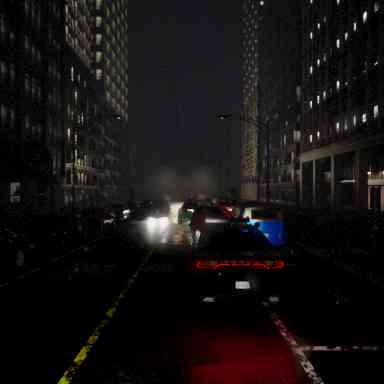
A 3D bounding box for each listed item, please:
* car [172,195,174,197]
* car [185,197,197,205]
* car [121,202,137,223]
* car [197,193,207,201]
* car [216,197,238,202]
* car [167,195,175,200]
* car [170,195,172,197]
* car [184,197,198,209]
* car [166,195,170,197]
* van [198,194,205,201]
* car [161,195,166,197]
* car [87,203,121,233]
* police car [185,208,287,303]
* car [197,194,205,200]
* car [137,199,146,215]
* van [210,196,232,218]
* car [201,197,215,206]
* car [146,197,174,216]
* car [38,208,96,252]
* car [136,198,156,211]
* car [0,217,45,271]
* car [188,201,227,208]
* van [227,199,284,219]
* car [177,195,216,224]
[{"bbox_3d":[-5.907,1.522,81.969,1.752,1.417,4.829,-1,0,0],"label":"car"},{"bbox_3d":[-0.151,1.546,59.309,2.033,1.411,5.357,0,0,0],"label":"car"},{"bbox_3d":[-5.763,1.551,25.302,2.008,1.369,4.403,-1,0,0],"label":"car"},{"bbox_3d":[2.471,1.311,82.161,2.192,1.841,5.009,-1,0,0],"label":"car"},{"bbox_3d":[2.616,1.315,25.324,2.192,1.841,5.009,-1,0,0],"label":"car"},{"bbox_3d":[-5.937,1.560,93.506,1.947,1.339,4.313,-1,0,0],"label":"car"},{"bbox_3d":[-5.880,1.438,70.771,1.967,1.590,4.097,-1,0,0],"label":"car"},{"bbox_3d":[-0.093,1.525,46.323,1.812,1.442,4.674,0,0,0],"label":"car"},{"bbox_3d":[-5.864,1.580,65.087,1.802,1.307,4.206,-1,0,0],"label":"car"},{"bbox_3d":[2.456,1.336,87.844,1.690,1.788,3.998,-1,0,0],"label":"van"},{"bbox_3d":[-5.835,1.550,53.720,2.008,1.369,4.403,-1,0,0],"label":"car"},{"bbox_3d":[-5.748,1.545,19.619,1.887,1.381,4.507,-1,0,0],"label":"car"},{"bbox_3d":[0.879,1.425,8.408,1.930,1.638,5.238,0,0,0],"label":"police car"},{"bbox_3d":[2.443,1.434,93.527,1.967,1.590,4.097,-1,0,0],"label":"car"},{"bbox_3d":[-5.776,1.582,30.986,1.802,1.307,4.206,-1,0,0],"label":"car"},{"bbox_3d":[2.602,1.341,31.007,1.690,1.788,3.998,-1,0,0],"label":"van"},{"bbox_3d":[2.546,1.549,53.742,2.008,1.369,4.403,-1,0,0],"label":"car"},{"bbox_3d":[-3.083,1.491,32.166,2.128,1.511,4.902,0,0,0],"label":"car"},{"bbox_3d":[-5.733,1.566,13.935,1.947,1.339,4.313,-1,0,0],"label":"car"},{"bbox_3d":[-5.806,1.550,42.353,2.008,1.369,4.403,-1,0,0],"label":"car"},{"bbox_3d":[-5.719,1.551,8.251,2.008,1.369,4.403,-1,0,0],"label":"car"},{"bbox_3d":[0.853,1.478,18.298,1.882,1.535,5.008,0,0,0],"label":"car"},{"bbox_3d":[2.645,1.341,13.956,1.690,1.788,3.998,-1,0,0],"label":"van"},{"bbox_3d":[0.321,1.352,24.393,2.097,1.767,4.553,0,0,8],"label":"car"}]
